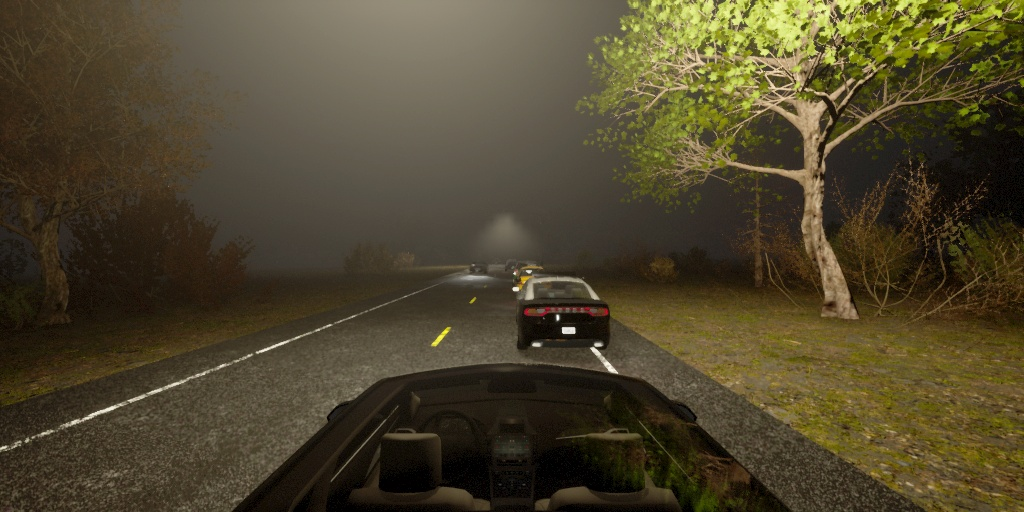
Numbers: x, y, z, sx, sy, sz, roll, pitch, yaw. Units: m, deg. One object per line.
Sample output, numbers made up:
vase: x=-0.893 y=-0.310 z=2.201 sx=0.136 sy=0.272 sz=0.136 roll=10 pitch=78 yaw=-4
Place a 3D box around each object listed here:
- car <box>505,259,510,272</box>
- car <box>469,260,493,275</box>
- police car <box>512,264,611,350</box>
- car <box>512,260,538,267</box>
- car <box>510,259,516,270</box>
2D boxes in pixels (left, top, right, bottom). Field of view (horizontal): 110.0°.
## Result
car: x=0.026 y=1.283 z=47.379 sx=1.812 sy=1.442 sz=4.674 roll=0 pitch=0 yaw=1
car: x=-3.601 y=1.248 z=39.362 sx=2.128 sy=1.511 sz=4.902 roll=0 pitch=0 yaw=0
police car: x=1.050 y=1.177 z=9.230 sx=1.930 sy=1.638 sz=5.238 roll=0 pitch=0 yaw=0
car: x=1.049 y=1.209 z=19.312 sx=1.801 sy=1.575 sz=5.366 roll=0 pitch=0 yaw=0
car: x=1.049 y=1.106 z=25.092 sx=2.097 sy=1.767 sz=4.553 roll=0 pitch=0 yaw=0
